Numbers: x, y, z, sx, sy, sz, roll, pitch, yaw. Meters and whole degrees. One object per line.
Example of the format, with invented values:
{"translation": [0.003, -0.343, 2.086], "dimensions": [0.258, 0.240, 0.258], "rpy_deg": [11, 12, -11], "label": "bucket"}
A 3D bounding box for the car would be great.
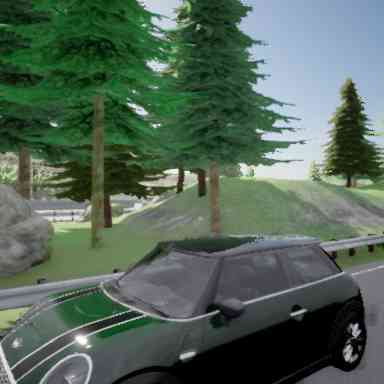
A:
{"translation": [0.136, 1.374, 4.100], "dimensions": [4.553, 1.767, 2.097], "rpy_deg": [0, 0, -36], "label": "car"}
